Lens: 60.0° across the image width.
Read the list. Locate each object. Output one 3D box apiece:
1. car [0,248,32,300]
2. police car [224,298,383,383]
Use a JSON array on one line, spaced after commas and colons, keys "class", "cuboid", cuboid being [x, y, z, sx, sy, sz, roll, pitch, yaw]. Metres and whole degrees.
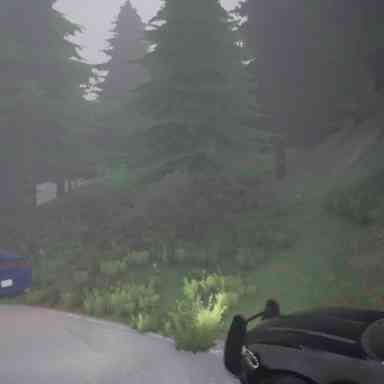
[{"class": "car", "cuboid": [-6.277, 1.997, 8.294, 5.008, 1.535, 1.882, -4, -3, 25]}, {"class": "police car", "cuboid": [2.651, 1.566, 2.632, 5.238, 1.638, 1.930, -1, -3, 40]}]
